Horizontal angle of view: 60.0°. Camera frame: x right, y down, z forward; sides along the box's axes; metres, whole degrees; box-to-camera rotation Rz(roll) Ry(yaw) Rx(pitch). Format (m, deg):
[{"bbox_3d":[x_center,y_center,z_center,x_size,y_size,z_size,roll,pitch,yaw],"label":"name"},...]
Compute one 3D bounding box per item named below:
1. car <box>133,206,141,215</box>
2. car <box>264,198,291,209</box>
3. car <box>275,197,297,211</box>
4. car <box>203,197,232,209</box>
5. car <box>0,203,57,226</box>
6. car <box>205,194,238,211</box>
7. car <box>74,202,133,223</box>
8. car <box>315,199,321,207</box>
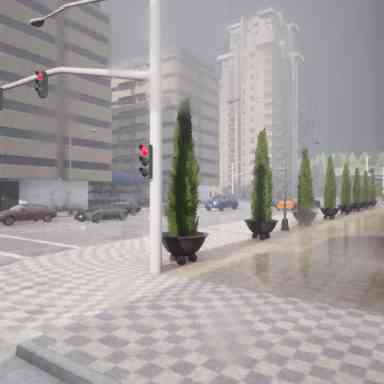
[{"bbox_3d":[-7.164,1.653,32.052,1.895,1.301,4.718,0,0,35],"label":"car"},{"bbox_3d":[12.271,1.600,47.558,2.033,1.411,5.357,0,0,35],"label":"car"},{"bbox_3d":[12.271,1.406,41.388,2.097,1.767,4.553,0,0,35],"label":"car"},{"bbox_3d":[3.720,1.557,47.775,1.837,1.490,4.892,0,0,35],"label":"car"},{"bbox_3d":[-12.313,1.578,24.550,1.812,1.442,4.674,0,0,35],"label":"car"},{"bbox_3d":[3.807,1.274,41.768,2.150,2.045,5.566,0,0,35],"label":"car"},{"bbox_3d":[-7.043,1.617,26.064,1.994,1.385,4.181,0,0,35],"label":"car"},{"bbox_3d":[17.528,1.531,49.046,1.882,1.535,5.008,0,0,35],"label":"car"}]
